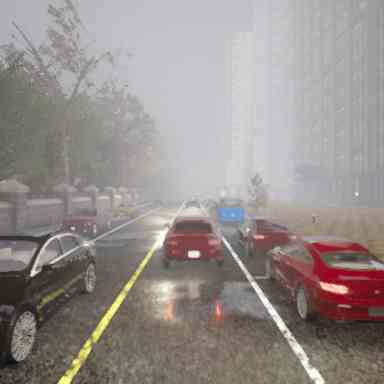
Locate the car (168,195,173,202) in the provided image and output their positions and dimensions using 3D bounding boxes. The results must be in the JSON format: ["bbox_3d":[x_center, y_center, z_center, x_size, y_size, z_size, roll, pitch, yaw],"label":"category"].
[{"bbox_3d":[-5.667,1.340,68.829,1.967,1.590,4.097,0,0,0],"label":"car"}]

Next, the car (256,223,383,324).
[{"bbox_3d":[2.692,1.566,6.872,1.802,1.307,4.206,0,0,0],"label":"car"}]

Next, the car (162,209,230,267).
[{"bbox_3d":[0.036,1.501,11.209,1.812,1.442,4.674,0,0,0],"label":"car"}]

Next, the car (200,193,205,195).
[{"bbox_3d":[2.710,1.346,57.562,1.967,1.590,4.097,0,0,0],"label":"car"}]

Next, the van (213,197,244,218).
[{"bbox_3d":[2.699,1.293,23.769,1.690,1.788,3.998,0,0,0],"label":"van"}]

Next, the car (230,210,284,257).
[{"bbox_3d":[2.695,1.554,12.504,1.802,1.307,4.206,0,0,0],"label":"car"}]

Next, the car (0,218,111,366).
[{"bbox_3d":[-3.099,1.478,5.834,2.128,1.511,4.902,0,0,0],"label":"car"}]

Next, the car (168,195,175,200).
[{"bbox_3d":[-5.659,1.483,91.359,1.802,1.307,4.206,0,0,0],"label":"car"}]

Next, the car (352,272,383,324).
[{"bbox_3d":[2.691,1.547,1.239,2.008,1.369,4.403,0,0,0],"label":"car"}]

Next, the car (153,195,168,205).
[{"bbox_3d":[-5.670,1.473,57.565,1.947,1.339,4.313,0,0,0],"label":"car"}]

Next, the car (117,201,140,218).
[{"bbox_3d":[-5.680,1.469,29.234,1.752,1.417,4.829,0,0,0],"label":"car"}]

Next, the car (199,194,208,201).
[{"bbox_3d":[2.718,1.340,80.090,1.967,1.590,4.097,0,0,0],"label":"car"}]

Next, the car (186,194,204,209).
[{"bbox_3d":[0.116,1.413,44.746,2.128,1.511,4.902,0,0,0],"label":"car"}]

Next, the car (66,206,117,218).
[{"bbox_3d":[-5.684,1.507,18.139,1.887,1.381,4.507,0,0,0],"label":"car"}]

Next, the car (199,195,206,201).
[{"bbox_3d":[2.719,1.425,85.892,1.752,1.417,4.829,0,0,0],"label":"car"}]

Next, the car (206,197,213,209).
[{"bbox_3d":[2.702,1.517,35.033,1.802,1.307,4.206,0,0,0],"label":"car"}]

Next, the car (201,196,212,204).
[{"bbox_3d":[2.711,1.484,63.194,1.802,1.307,4.206,0,0,0],"label":"car"}]

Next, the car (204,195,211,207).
[{"bbox_3d":[2.707,1.502,46.298,1.802,1.307,4.206,0,0,0],"label":"car"}]

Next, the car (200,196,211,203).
[{"bbox_3d":[2.713,1.450,68.826,2.008,1.369,4.403,0,0,0],"label":"car"}]
